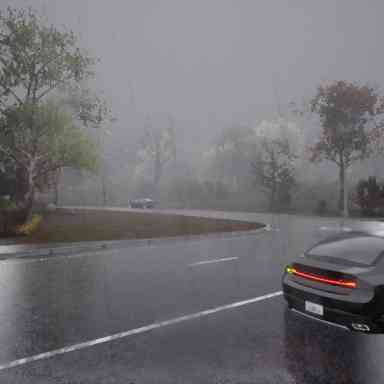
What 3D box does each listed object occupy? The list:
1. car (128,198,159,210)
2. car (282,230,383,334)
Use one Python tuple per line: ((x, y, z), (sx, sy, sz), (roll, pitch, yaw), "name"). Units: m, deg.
((-6.449, 1.549, 43.625), (5.008, 1.535, 1.882), (-1, 0, 43), "car")
((3.812, 1.505, 6.438), (4.892, 1.490, 1.837), (0, 0, -36), "car")
